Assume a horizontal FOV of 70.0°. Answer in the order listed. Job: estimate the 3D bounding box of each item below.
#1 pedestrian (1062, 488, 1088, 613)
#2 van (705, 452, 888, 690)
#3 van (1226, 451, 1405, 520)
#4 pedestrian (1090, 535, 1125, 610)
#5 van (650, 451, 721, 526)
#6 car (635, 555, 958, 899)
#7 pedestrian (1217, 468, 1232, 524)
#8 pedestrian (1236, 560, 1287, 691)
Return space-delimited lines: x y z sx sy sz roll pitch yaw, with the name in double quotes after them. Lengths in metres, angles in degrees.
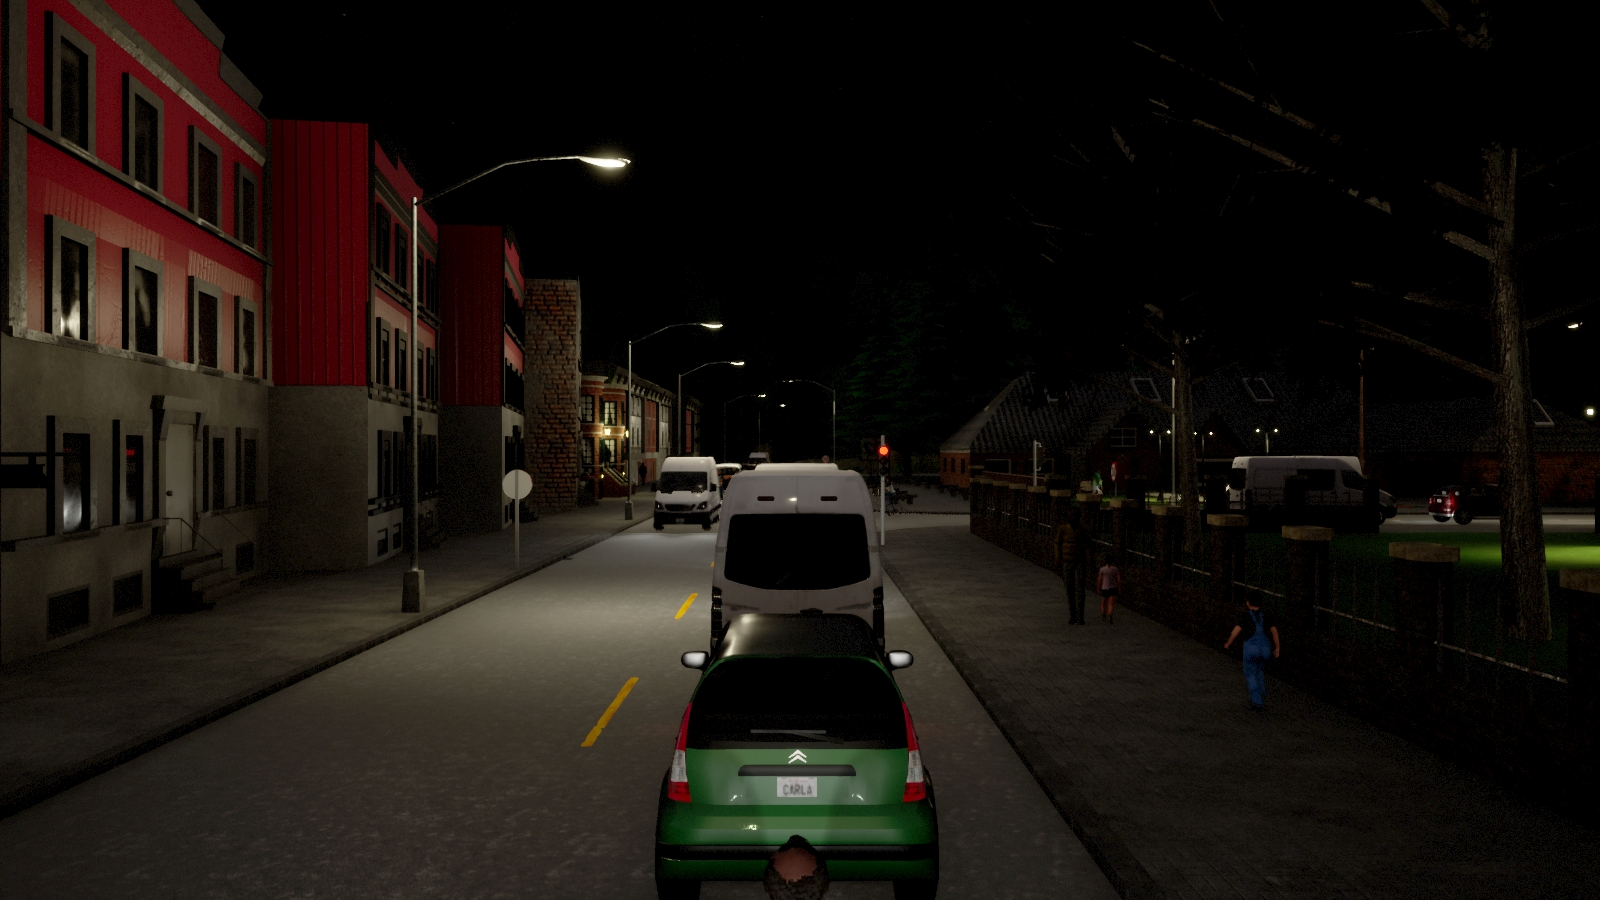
4.202 1.525 17.449 0.375 1.860 0.375 0 0 13 "pedestrian"
-0.048 1.314 15.312 1.988 2.561 5.915 0 0 0 "van"
19.552 1.314 43.543 5.915 2.561 1.988 0 0 1 "van"
4.788 1.904 17.803 0.500 1.100 0.500 0 0 13 "pedestrian"
-4.108 1.314 41.874 1.988 2.561 5.915 0 0 0 "van"
-0.023 1.779 8.527 1.851 1.617 3.988 0 0 0 "car"
14.231 1.525 38.310 0.375 1.860 0.375 0 0 7 "pedestrian"
4.775 1.805 11.842 0.375 1.300 0.375 0 0 -1 "pedestrian"
